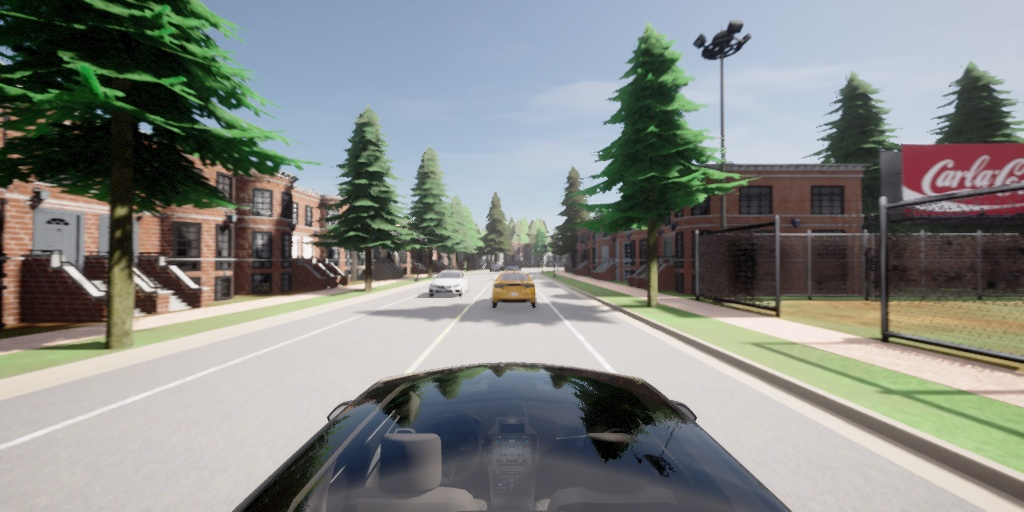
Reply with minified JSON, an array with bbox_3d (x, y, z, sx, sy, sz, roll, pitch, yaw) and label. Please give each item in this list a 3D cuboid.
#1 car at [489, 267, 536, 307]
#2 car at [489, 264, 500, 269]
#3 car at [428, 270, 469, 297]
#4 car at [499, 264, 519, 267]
[{"bbox_3d":[0.091,1.449,16.998,1.882,1.535,5.008,0,-1,0],"label":"car"},{"bbox_3d":[-2.681,2.126,62.712,2.128,1.511,4.902,0,-1,10],"label":"car"},{"bbox_3d":[-3.598,1.558,21.115,1.812,1.442,4.674,0,-1,0],"label":"car"},{"bbox_3d":[0.083,1.758,37.293,2.128,1.511,4.902,0,-1,0],"label":"car"}]
